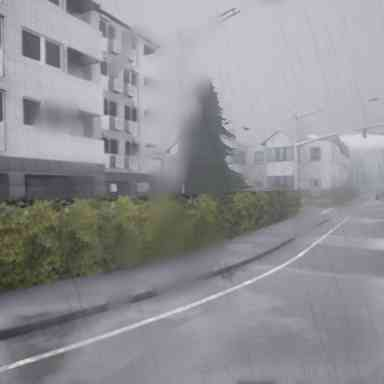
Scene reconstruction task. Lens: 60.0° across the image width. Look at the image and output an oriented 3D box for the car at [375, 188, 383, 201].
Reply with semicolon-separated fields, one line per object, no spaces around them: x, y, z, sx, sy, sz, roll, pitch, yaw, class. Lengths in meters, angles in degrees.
31.049;0.293;53.870;2.150;2.045;5.566;-1;1;31;car
